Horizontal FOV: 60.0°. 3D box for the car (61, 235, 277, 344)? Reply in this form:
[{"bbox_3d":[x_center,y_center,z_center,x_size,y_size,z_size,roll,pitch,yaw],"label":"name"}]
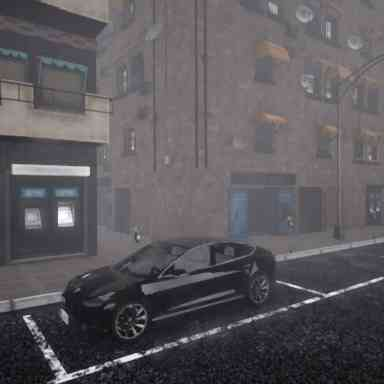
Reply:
[{"bbox_3d":[-0.202,1.565,6.431,4.313,1.339,1.947,0,0,-36],"label":"car"}]
